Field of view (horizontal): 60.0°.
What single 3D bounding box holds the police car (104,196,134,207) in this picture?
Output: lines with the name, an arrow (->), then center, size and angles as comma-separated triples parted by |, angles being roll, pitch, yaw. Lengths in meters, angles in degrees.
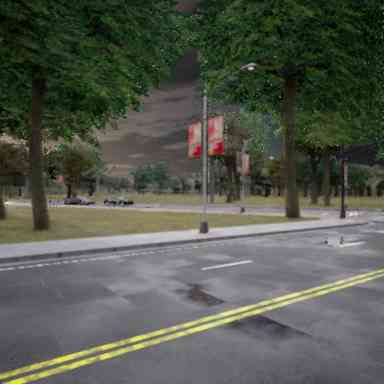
police car -> -11.246, 1.373, 51.267 | 5.238, 1.638, 1.930 | 0, 0, 31

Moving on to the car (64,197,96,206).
car -> -17.232, 1.451, 51.034 | 5.357, 1.411, 2.033 | 0, 0, 32
